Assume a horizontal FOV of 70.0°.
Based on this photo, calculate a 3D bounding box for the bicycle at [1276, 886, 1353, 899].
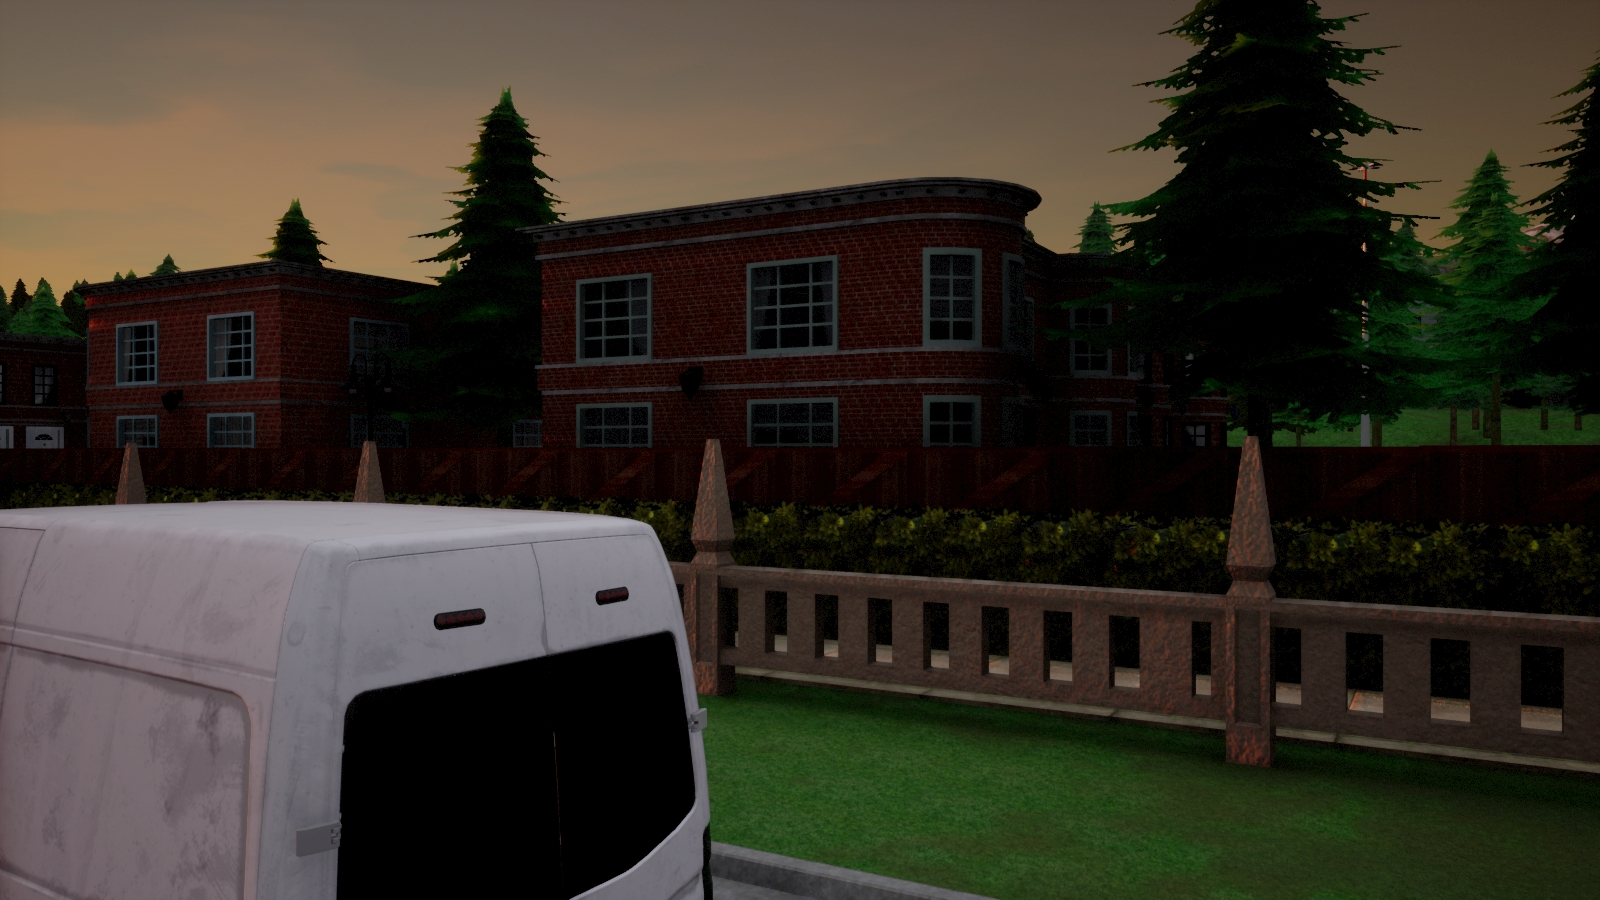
[{"bbox_3d":[2.144,2.059,2.830,1.835,1.471,0.329,1,1,30],"label":"bicycle"}]

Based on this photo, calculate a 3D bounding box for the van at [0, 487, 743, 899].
[{"bbox_3d":[-3.240,1.534,5.467,5.915,2.561,1.988,0,0,34],"label":"van"}]
